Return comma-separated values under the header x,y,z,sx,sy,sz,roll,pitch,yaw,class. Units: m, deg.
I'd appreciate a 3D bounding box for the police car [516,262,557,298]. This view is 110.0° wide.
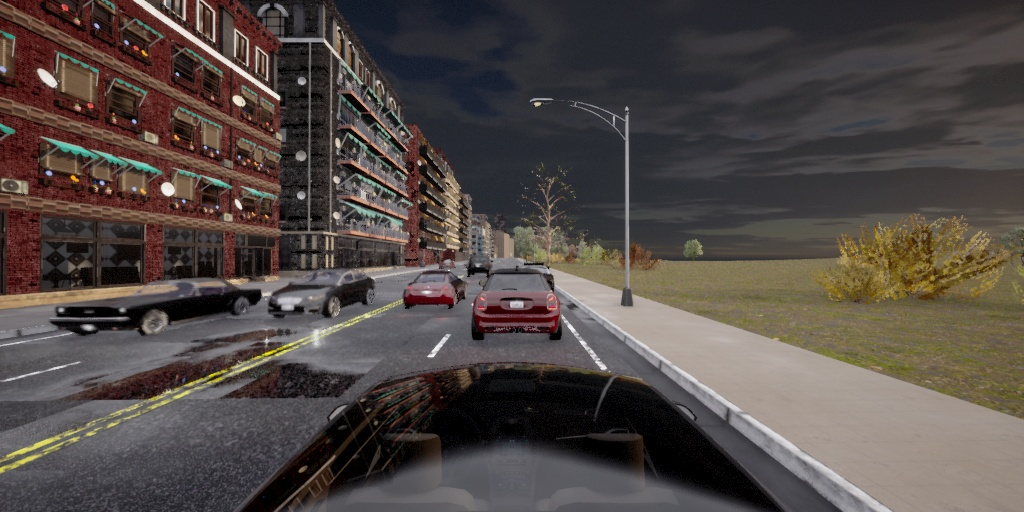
x,y,z,sx,sy,sz,roll,pitch,yaw,class
1.178,1.177,19.604,1.930,1.638,5.238,0,0,0,police car

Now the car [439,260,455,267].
x,y,z,sx,sy,sz,roll,pitch,yaw,class
-9.720,1.276,53.771,1.812,1.442,4.674,0,0,0,car

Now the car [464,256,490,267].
x,y,z,sx,sy,sz,roll,pitch,yaw,class
-3.071,0.974,35.153,2.150,2.045,5.566,0,0,0,car

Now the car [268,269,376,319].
x,y,z,sx,sy,sz,roll,pitch,yaw,class
-6.575,1.243,12.973,2.128,1.511,4.902,0,0,0,car

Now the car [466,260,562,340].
x,y,z,sx,sy,sz,roll,pitch,yaw,class
0.114,1.103,10.109,2.097,1.767,4.553,0,0,0,car

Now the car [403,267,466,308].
x,y,z,sx,sy,sz,roll,pitch,yaw,class
-3.120,1.315,15.177,1.994,1.385,4.181,0,0,0,car

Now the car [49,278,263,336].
x,y,z,sx,sy,sz,roll,pitch,yaw,class
-9.832,1.352,10.533,1.895,1.301,4.718,0,0,0,car
